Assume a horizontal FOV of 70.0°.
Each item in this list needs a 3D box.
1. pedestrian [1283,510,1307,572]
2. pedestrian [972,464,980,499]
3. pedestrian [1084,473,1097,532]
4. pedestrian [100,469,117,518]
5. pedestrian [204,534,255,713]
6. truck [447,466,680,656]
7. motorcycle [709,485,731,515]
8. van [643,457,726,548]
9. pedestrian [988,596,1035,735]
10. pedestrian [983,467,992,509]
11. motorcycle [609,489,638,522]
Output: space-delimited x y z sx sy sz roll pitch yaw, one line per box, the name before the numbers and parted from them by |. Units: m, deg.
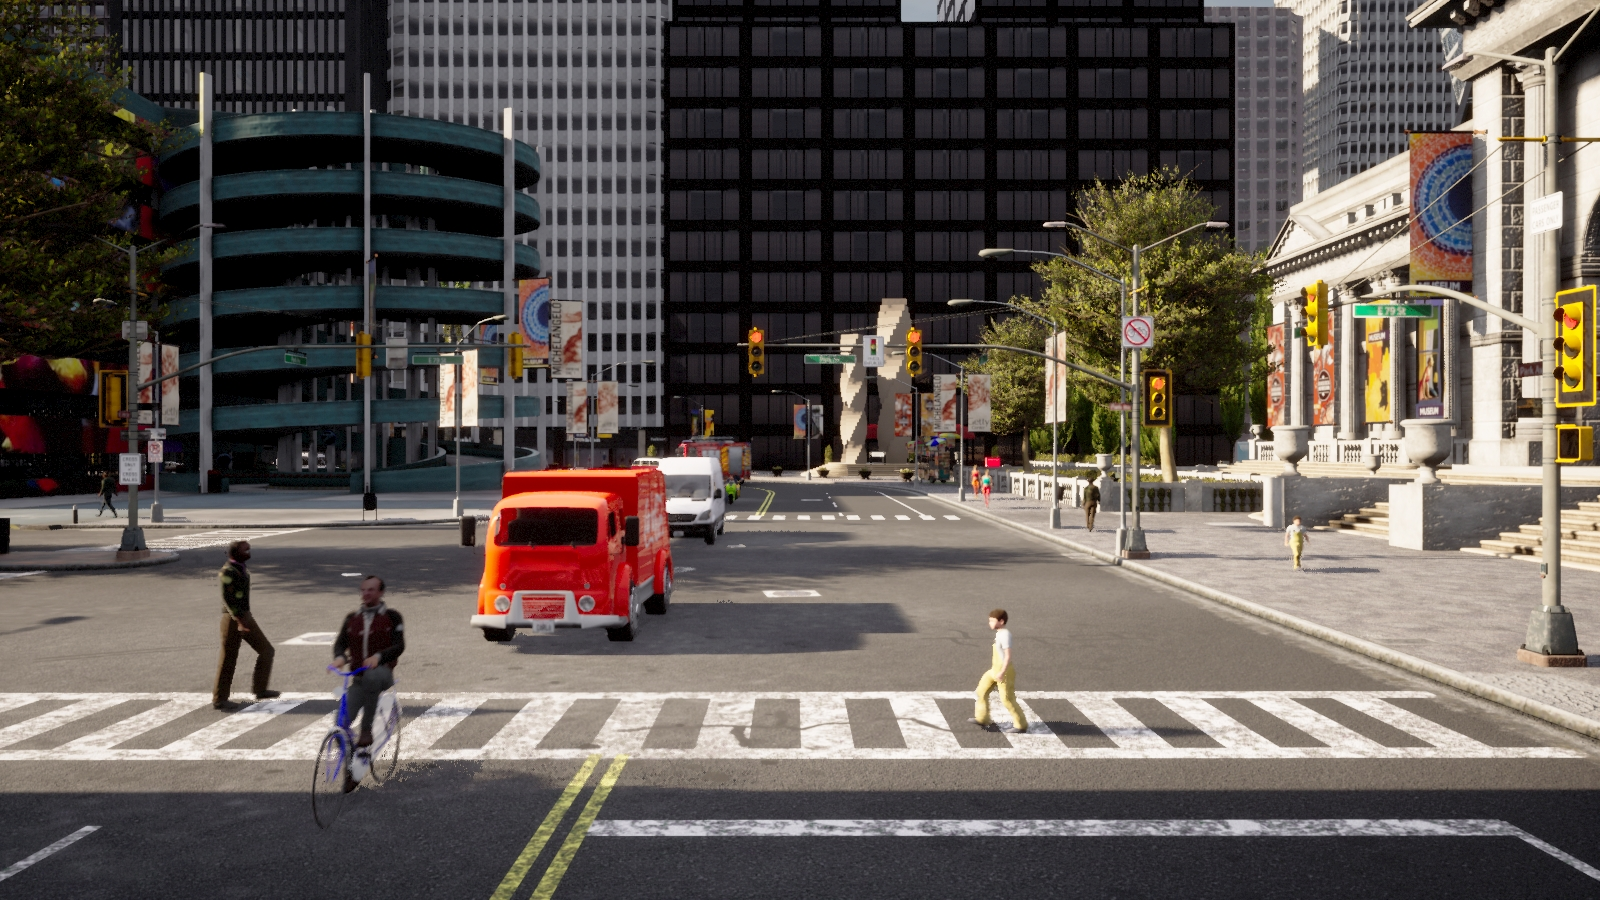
pedestrian | 10.688 1.967 24.674 0.375 1.300 0.375 0 0 2
pedestrian | 9.341 1.671 60.606 0.375 1.860 0.375 0 0 7
pedestrian | 9.329 1.682 36.678 0.375 1.860 0.375 0 0 13
pedestrian | -26.476 1.679 43.748 0.375 1.860 0.375 0 0 6
pedestrian | -6.109 1.844 12.239 0.375 1.860 0.375 0 0 -3
truck | -3.490 1.554 18.154 2.627 2.467 5.204 0 0 0
motorcycle | -3.457 2.163 49.602 0.856 1.236 1.805 0 0 -1
van | -3.496 1.520 35.716 1.988 2.561 5.915 0 0 0
pedestrian | 2.093 2.124 11.319 0.375 1.300 0.375 0 0 -4
pedestrian | 8.306 1.677 50.616 0.375 1.860 0.375 0 0 11
motorcycle | -6.911 2.165 44.849 0.856 1.236 1.805 0 0 0
